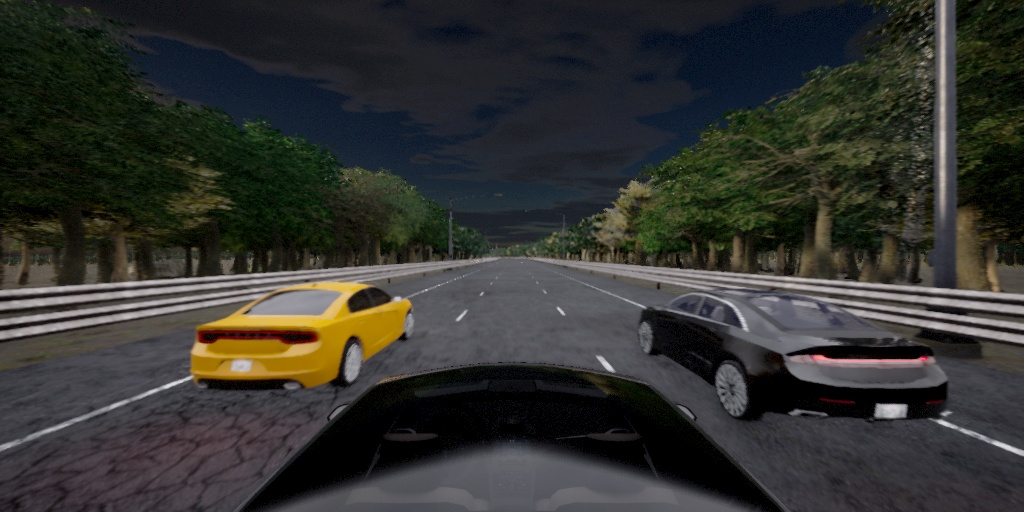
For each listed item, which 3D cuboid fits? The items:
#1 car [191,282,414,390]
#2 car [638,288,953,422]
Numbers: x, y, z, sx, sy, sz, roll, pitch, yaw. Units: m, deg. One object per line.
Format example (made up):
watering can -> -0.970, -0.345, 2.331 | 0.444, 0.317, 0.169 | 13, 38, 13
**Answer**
car -> -3.374, 1.231, 6.966 | 1.882, 1.535, 5.008 | 0, 0, 0
car -> 3.620, 1.270, 5.842 | 2.128, 1.511, 4.902 | 0, 0, 0
